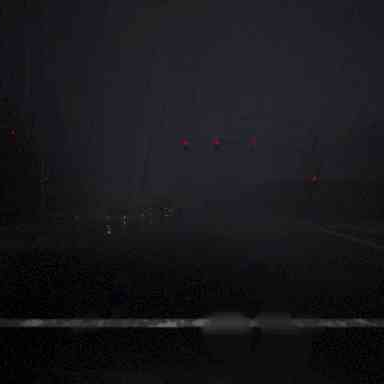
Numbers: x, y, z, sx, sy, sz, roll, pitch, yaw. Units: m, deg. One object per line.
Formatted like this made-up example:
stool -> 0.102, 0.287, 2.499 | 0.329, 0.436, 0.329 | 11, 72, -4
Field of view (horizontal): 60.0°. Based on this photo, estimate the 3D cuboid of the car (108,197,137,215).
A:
car -> -7.059, 1.474, 33.348 | 1.812, 1.442, 4.674 | 0, 0, 0

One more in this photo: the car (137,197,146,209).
car -> -7.042, 1.409, 44.683 | 1.882, 1.535, 5.008 | 0, 1, 0

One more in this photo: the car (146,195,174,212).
car -> -3.548, 1.294, 37.441 | 2.097, 1.767, 4.553 | 0, 0, 0

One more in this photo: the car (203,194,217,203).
car -> 3.568, 1.253, 64.184 | 2.097, 1.767, 4.553 | 0, 0, 0

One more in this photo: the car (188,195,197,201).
car -> 0.079, 1.299, 74.328 | 1.994, 1.385, 4.181 | 0, 0, 0

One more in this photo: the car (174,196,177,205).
car -> -3.544, 1.491, 46.423 | 1.994, 1.385, 4.181 | 0, 0, 0

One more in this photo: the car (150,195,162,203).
car -> -6.943, 1.406, 64.930 | 1.837, 1.490, 4.892 | 0, 0, 0

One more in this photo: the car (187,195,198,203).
car -> 0.068, 1.406, 64.218 | 1.837, 1.490, 4.892 | 0, 0, 0

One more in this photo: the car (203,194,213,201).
car -> 3.579, 1.272, 74.324 | 2.128, 1.511, 4.902 | 0, 0, 0
